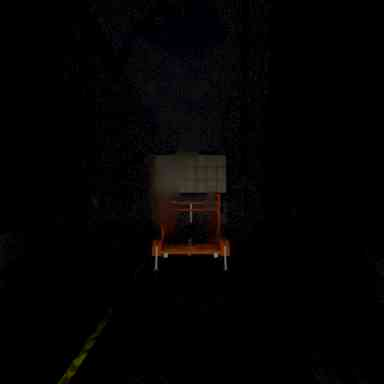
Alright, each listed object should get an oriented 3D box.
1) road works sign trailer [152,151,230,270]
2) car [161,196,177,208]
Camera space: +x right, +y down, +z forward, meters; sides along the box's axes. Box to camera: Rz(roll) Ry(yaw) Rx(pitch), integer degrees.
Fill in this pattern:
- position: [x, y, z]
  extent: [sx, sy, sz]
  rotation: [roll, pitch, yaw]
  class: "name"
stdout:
- position: [-0.035, 0.463, 10.976]
  extent: [2.380, 3.560, 2.880]
  rotation: [0, 0, 0]
  class: "road works sign trailer"
- position: [-3.158, 1.344, 46.375]
  extent: [2.097, 1.767, 4.553]
  rotation: [0, 0, 0]
  class: "car"
